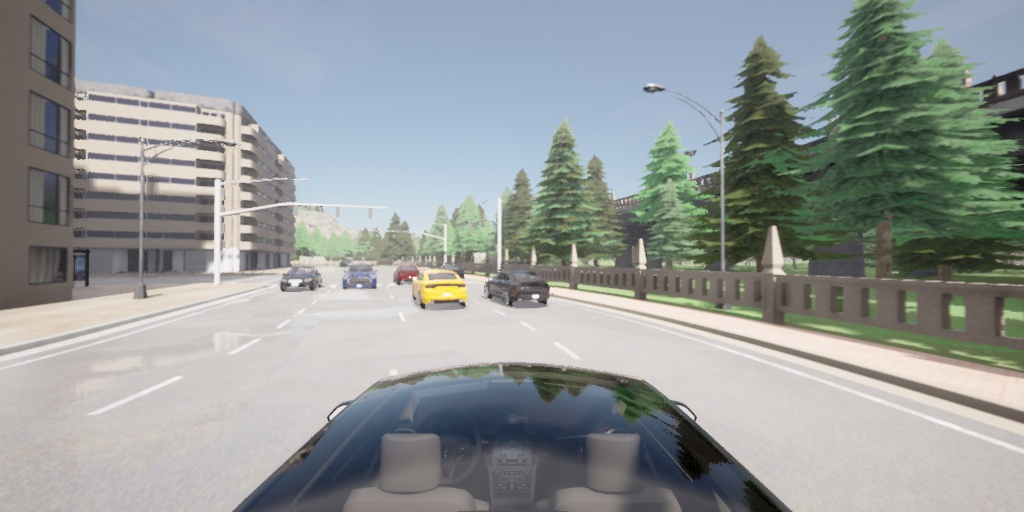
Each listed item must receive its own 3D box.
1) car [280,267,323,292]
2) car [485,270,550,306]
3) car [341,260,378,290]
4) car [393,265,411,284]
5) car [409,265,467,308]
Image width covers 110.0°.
[{"bbox_3d":[-13.693,1.461,23.507,2.128,1.511,4.902,0,-1,-21],"label":"car"},{"bbox_3d":[0.119,1.410,16.926,1.837,1.490,4.892,0,0,-21],"label":"car"},{"bbox_3d":[-10.455,1.332,24.838,2.097,1.767,4.553,0,0,-21],"label":"car"},{"bbox_3d":[-8.900,1.514,30.331,1.882,1.535,5.008,0,0,-23],"label":"car"},{"bbox_3d":[-3.406,1.374,16.360,1.882,1.535,5.008,0,0,-21],"label":"car"}]
